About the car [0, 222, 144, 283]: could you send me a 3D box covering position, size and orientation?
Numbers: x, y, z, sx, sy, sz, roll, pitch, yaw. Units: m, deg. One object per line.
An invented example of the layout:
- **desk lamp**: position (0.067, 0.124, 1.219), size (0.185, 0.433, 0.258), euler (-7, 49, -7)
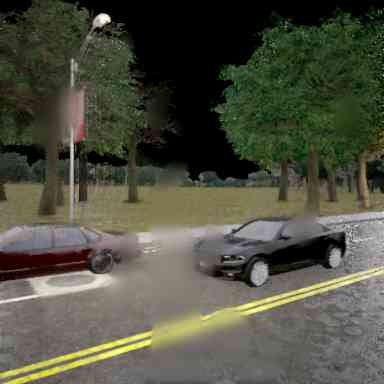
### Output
- **car**: position (-3.983, 1.539, 8.827), size (5.357, 1.411, 2.033), euler (0, 0, -35)

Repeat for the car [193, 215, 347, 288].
- **car**: position (2.327, 1.440, 9.335), size (5.008, 1.535, 1.882), euler (0, 0, -35)
